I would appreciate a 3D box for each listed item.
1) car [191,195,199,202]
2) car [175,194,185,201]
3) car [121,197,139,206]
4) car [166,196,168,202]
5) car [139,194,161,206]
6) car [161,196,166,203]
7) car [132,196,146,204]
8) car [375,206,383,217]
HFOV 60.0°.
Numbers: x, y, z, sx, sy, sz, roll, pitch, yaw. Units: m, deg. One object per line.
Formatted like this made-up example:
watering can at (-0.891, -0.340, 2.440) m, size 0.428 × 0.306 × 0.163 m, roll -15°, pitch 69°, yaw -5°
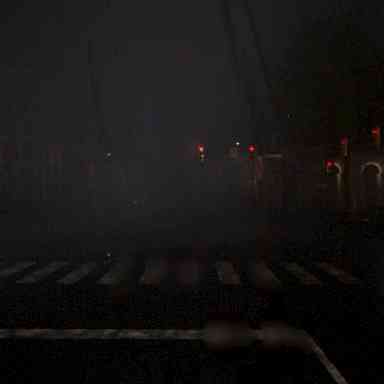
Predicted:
car at (0.727, 1.450, 78.623) m, size 2.128 × 1.511 × 4.902 m, roll 0°, pitch 0°, yaw 1°
car at (-2.773, 1.279, 78.653) m, size 2.097 × 1.767 × 4.553 m, roll 0°, pitch 0°, yaw 1°
car at (-10.186, 1.548, 54.127) m, size 2.033 × 1.411 × 5.357 m, roll 0°, pitch 0°, yaw 1°
car at (-6.358, 1.595, 73.838) m, size 1.895 × 1.301 × 4.718 m, roll 0°, pitch 0°, yaw 1°
car at (-6.691, 1.548, 53.958) m, size 2.033 × 1.411 × 5.357 m, roll 0°, pitch 0°, yaw 1°
car at (-6.584, 1.526, 63.649) m, size 1.812 × 1.442 × 4.674 m, roll 0°, pitch 0°, yaw 1°
car at (-10.085, 1.564, 63.529) m, size 1.994 × 1.385 × 4.181 m, roll 0°, pitch 0°, yaw 1°
car at (18.598, 1.526, 29.196) m, size 4.674 × 1.442 × 1.812 m, roll 0°, pitch 0°, yaw 1°
